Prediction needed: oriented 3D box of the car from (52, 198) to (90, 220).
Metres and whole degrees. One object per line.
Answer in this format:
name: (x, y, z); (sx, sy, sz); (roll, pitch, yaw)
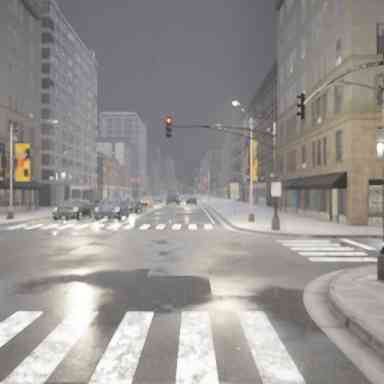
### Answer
car: (-9.884, 1.357, 27.872); (2.097, 1.767, 4.553); (0, 0, 0)

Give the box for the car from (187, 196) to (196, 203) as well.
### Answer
car: (-0.113, 1.526, 68.789); (1.812, 1.442, 4.674); (0, 0, 0)

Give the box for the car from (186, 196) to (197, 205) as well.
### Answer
car: (-0.096, 1.507, 58.370); (1.837, 1.490, 4.892); (0, 0, 0)

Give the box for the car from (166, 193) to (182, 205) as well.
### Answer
car: (-3.346, 1.224, 58.394); (2.150, 2.045, 5.566); (0, 0, 0)

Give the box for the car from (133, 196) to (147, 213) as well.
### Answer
car: (-6.643, 1.497, 36.716); (2.128, 1.511, 4.902); (0, 0, 0)

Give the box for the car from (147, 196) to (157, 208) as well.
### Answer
car: (-6.656, 1.482, 48.211); (1.882, 1.535, 5.008); (0, 0, 0)

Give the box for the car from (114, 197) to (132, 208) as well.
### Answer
car: (-9.913, 1.530, 48.131); (1.812, 1.442, 4.674); (0, 0, -1)

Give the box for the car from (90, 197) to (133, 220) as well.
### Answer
car: (-6.634, 1.357, 27.877); (2.097, 1.767, 4.553); (0, 0, 0)

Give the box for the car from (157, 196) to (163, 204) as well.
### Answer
car: (-6.605, 1.564, 63.778); (1.812, 1.442, 4.674); (0, 0, 0)

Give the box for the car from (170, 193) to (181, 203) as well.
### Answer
car: (-3.363, 1.219, 68.814); (2.150, 2.045, 5.566); (0, 0, 0)

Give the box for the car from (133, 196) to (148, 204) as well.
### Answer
car: (-9.855, 1.516, 63.772); (2.128, 1.511, 4.902); (0, 0, 0)

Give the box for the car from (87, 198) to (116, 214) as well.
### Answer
car: (-9.897, 1.511, 36.844); (1.837, 1.490, 4.892); (0, 0, 0)
